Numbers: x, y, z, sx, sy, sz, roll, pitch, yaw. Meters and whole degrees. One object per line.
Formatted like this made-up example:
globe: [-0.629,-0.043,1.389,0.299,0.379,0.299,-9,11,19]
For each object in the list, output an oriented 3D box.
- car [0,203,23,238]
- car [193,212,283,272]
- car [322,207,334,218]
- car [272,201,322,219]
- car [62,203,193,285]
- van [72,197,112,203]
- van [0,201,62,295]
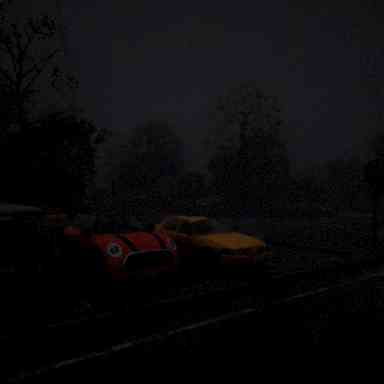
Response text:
car: [-11.061,1.471,18.686,1.946,1.575,5.366,0,0,-36]
car: [0.238,1.497,11.257,1.946,1.575,5.366,0,0,-36]
car: [12.885,1.814,35.777,2.185,1.767,4.553,2,-1,-36]
car: [10.339,1.905,33.882,2.002,1.452,4.674,2,-1,-36]
car: [-2.253,1.354,9.724,2.185,1.767,4.553,1,0,-36]
van: [-6.460,1.280,21.637,1.878,1.987,4.442,0,0,-36]
van: [-4.764,1.245,8.014,1.878,1.987,4.442,0,0,-36]
